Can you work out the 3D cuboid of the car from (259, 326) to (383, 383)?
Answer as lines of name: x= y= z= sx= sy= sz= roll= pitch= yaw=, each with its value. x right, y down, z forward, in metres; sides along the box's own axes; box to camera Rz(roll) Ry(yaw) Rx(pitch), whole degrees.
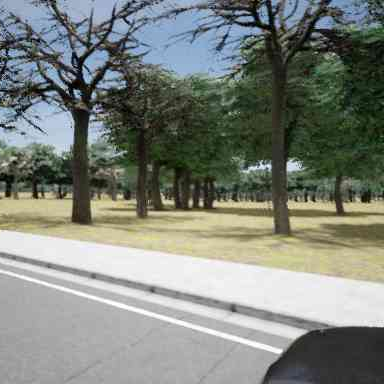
car: x=2.427 y=1.566 z=1.954 sx=4.181 sy=1.385 sz=1.994 roll=0 pitch=0 yaw=35
